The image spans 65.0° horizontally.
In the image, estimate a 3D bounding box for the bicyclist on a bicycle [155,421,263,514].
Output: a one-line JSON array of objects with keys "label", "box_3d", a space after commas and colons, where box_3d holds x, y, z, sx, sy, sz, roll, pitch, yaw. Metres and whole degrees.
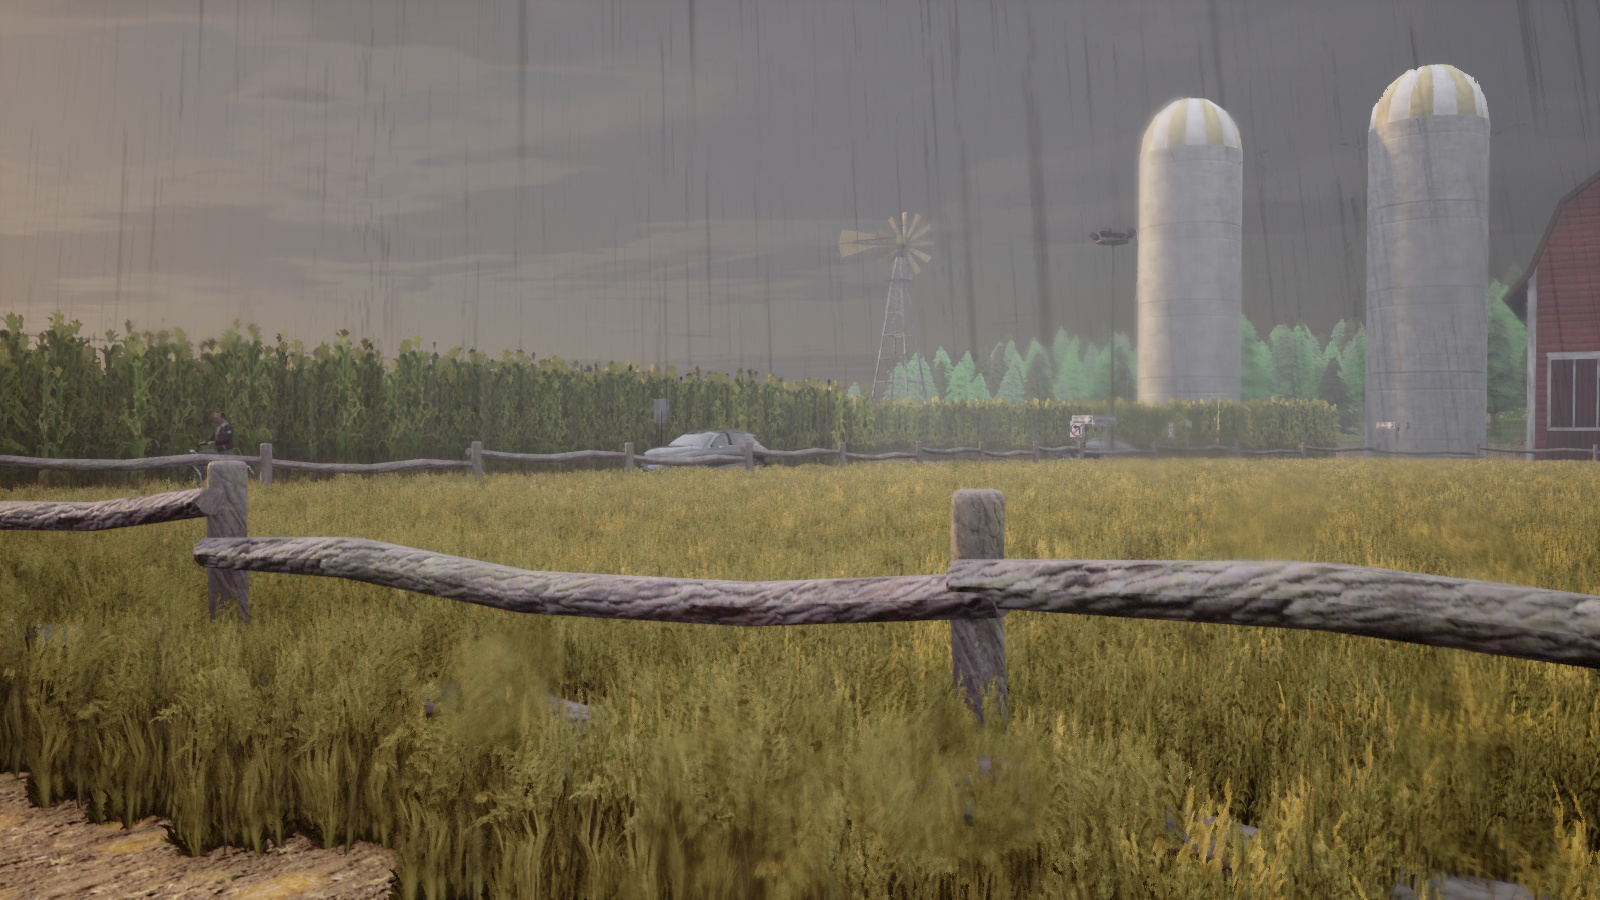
[{"label": "bicyclist on a bicycle", "box_3d": [-11.643, 0.330, 24.780, 0.659, 1.776, 1.843, 0, 0, 34]}]

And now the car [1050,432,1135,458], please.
[{"label": "car", "box_3d": [16.972, -0.261, 72.775, 4.674, 1.442, 1.812, -1, 0, 16]}]

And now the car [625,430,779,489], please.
[{"label": "car", "box_3d": [-2.865, 0.246, 37.841, 2.033, 1.649, 4.856, 0, 0, 34]}]
